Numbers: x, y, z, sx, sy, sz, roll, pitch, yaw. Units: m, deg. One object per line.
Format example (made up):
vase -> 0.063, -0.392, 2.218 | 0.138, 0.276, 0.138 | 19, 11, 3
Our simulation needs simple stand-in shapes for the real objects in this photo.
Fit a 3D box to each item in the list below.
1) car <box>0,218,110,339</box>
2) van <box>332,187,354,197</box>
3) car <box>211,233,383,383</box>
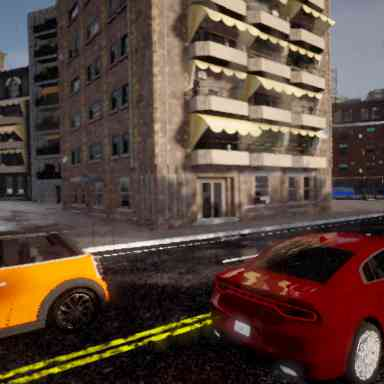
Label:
car -> -3.709, 1.360, 5.050 | 4.553, 1.767, 2.097 | -1, 1, -36
van -> 27.182, 0.072, 60.129 | 3.998, 1.788, 1.690 | 0, 0, 21
car -> 2.590, 1.404, 5.347 | 5.008, 1.535, 1.882 | -1, 1, -36
